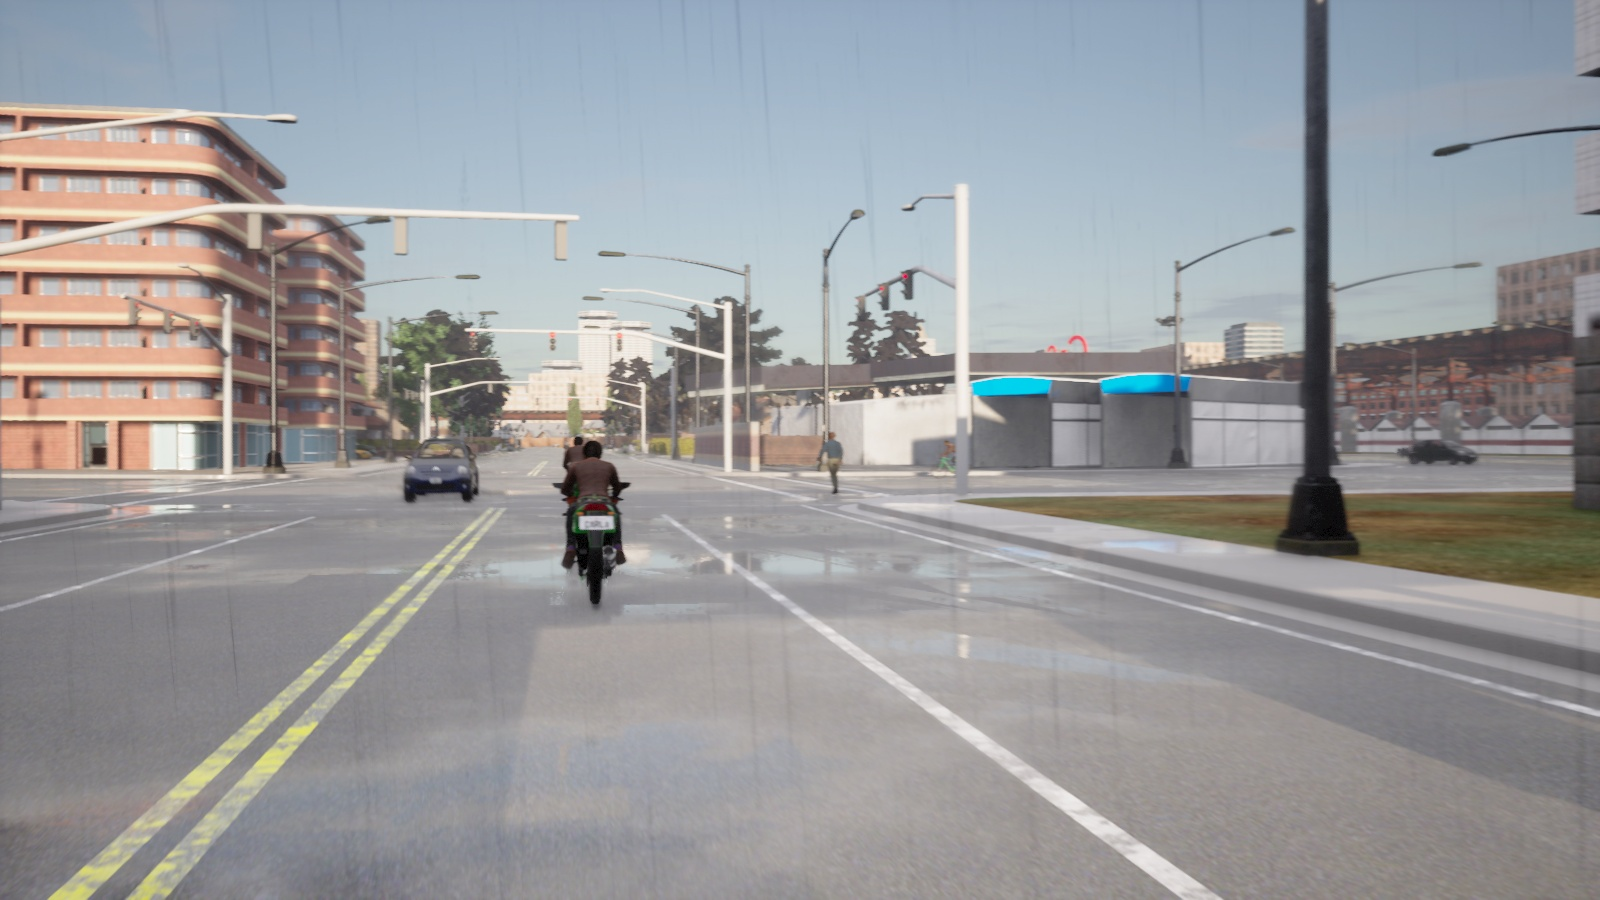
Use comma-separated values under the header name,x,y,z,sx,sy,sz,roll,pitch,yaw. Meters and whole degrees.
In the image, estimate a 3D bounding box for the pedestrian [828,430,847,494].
name,x,y,z,sx,sy,sz,roll,pitch,yaw
pedestrian,1.081,0.334,36.466,0.370,1.835,0.726,0,0,-13

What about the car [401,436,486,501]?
name,x,y,z,sx,sy,sz,roll,pitch,yaw
car,-9.590,0.444,34.060,1.851,1.617,3.988,0,1,-10

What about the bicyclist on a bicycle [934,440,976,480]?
name,x,y,z,sx,sy,sz,roll,pitch,yaw
bicyclist on a bicycle,6.425,0.399,52.063,1.656,1.620,0.582,0,0,-10

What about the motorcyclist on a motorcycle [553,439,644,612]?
name,x,y,z,sx,sy,sz,roll,pitch,yaw
motorcyclist on a motorcycle,-1.972,0.661,12.154,0.797,1.523,2.044,0,0,-11

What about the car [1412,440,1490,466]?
name,x,y,z,sx,sy,sz,roll,pitch,yaw
car,40.812,0.164,78.831,1.851,1.617,3.988,0,0,-27
